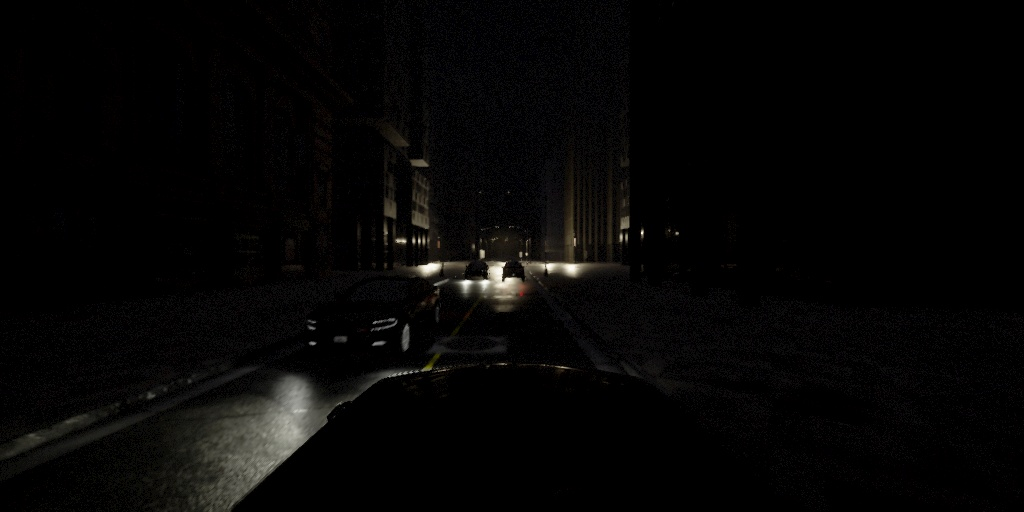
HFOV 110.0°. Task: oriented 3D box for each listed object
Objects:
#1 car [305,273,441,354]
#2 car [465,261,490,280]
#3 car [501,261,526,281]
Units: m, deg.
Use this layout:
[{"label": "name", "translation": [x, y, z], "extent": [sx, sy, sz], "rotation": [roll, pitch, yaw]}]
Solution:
[{"label": "car", "translation": [-3.081, 1.227, 8.942], "extent": [1.882, 1.535, 5.008], "rotation": [0, 0, 0]}, {"label": "car", "translation": [-3.032, 1.221, 31.932], "extent": [1.882, 1.535, 5.008], "rotation": [0, 0, 1]}, {"label": "car", "translation": [0.113, 1.238, 29.588], "extent": [2.128, 1.511, 4.902], "rotation": [0, 0, 0]}]
